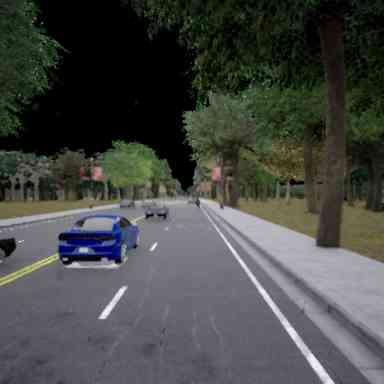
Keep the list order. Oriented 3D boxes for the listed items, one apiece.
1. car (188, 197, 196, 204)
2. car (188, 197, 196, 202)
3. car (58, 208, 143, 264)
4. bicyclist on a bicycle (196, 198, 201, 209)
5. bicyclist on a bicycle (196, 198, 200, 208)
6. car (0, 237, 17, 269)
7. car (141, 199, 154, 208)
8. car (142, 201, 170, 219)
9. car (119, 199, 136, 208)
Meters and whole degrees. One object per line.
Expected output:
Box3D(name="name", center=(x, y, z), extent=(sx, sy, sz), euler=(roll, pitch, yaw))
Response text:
Box3D(name="car", center=(0.016, 2.022, 76.111), extent=(2.033, 1.411, 5.357), euler=(0, 0, 0))
Box3D(name="car", center=(0.019, 1.957, 88.498), extent=(1.994, 1.385, 4.181), euler=(0, 0, 0))
Box3D(name="car", center=(-3.149, 1.552, 12.141), extent=(1.882, 1.535, 5.008), euler=(0, 0, 0))
Box3D(name="bicyclist on a bicycle", center=(0.904, 1.741, 44.901), extent=(0.582, 1.620, 1.656), euler=(0, -1, 0))
Box3D(name="bicyclist on a bicycle", center=(0.906, 1.799, 53.899), extent=(0.582, 1.620, 1.656), euler=(0, -1, 0))
Box3D(name="car", center=(-6.597, 1.652, 8.512), extent=(1.895, 1.301, 4.718), euler=(0, 0, 0))
Box3D(name="car", center=(-6.563, 1.850, 50.519), extent=(1.812, 1.442, 4.674), euler=(0, 0, 0))
Box3D(name="car", center=(-3.145, 1.798, 31.035), extent=(1.895, 1.301, 4.718), euler=(0, 0, 0))
Box3D(name="car", center=(-9.811, 1.831, 50.923), extent=(1.837, 1.490, 4.892), euler=(0, 0, 0))
